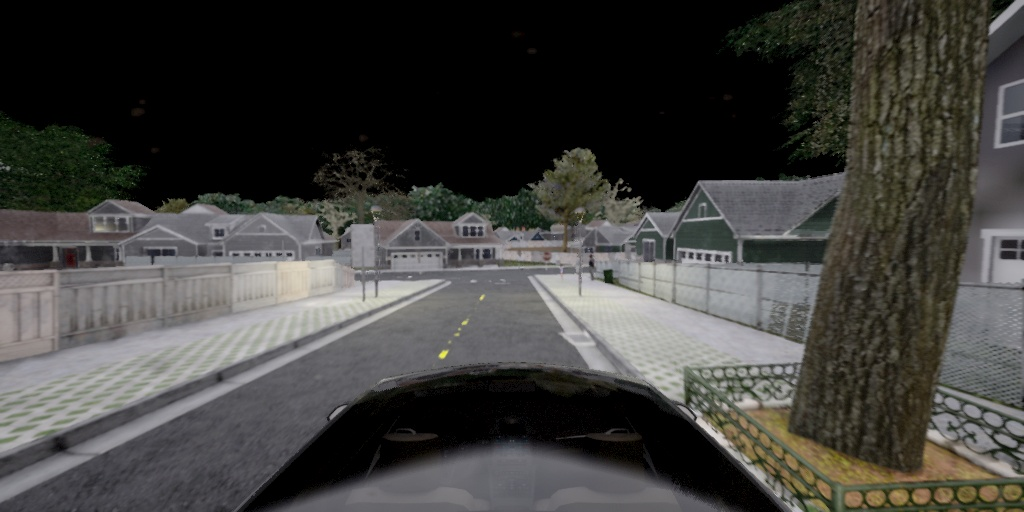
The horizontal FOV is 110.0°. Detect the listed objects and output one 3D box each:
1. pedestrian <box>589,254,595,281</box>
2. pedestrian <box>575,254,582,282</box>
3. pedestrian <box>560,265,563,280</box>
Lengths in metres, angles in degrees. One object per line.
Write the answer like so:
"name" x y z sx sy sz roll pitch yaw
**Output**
"pedestrian" 5.507 0.769 24.782 0.375 1.860 0.375 -3 3 0
"pedestrian" 4.507 0.772 24.181 0.375 1.860 0.375 -3 3 0
"pedestrian" 3.507 1.145 25.404 0.500 1.100 0.500 -3 3 0
